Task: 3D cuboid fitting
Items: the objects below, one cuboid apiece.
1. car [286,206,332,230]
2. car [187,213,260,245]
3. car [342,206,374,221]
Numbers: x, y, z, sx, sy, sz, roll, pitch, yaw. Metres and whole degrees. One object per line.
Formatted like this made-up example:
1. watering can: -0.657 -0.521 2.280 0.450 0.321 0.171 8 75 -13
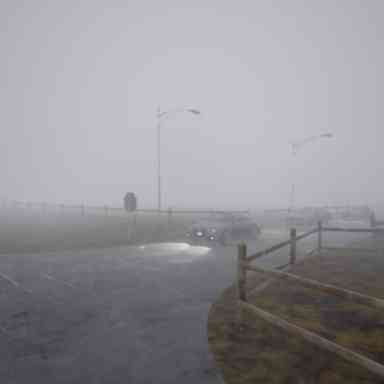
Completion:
1. car: 8.682 1.821 24.532 1.882 1.535 5.008 1 0 42
2. car: 1.680 1.759 16.757 1.994 1.385 4.181 1 0 42
3. car: 16.877 2.092 33.604 2.033 1.411 5.357 1 0 42
